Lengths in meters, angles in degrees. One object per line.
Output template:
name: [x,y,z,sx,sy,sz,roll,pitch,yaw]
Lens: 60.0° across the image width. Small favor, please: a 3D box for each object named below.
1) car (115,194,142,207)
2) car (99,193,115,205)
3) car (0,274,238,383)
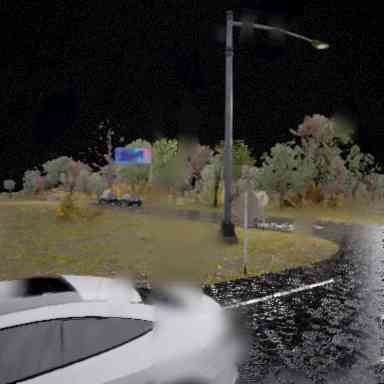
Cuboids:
car: [-9.961,1.287,53.388,2.150,2.045,5.566,1,0,-33]
car: [-15.469,1.271,61.579,2.150,2.045,5.566,1,0,-34]
car: [-1.675,1.527,2.683,4.674,1.442,1.812,0,0,-36]
